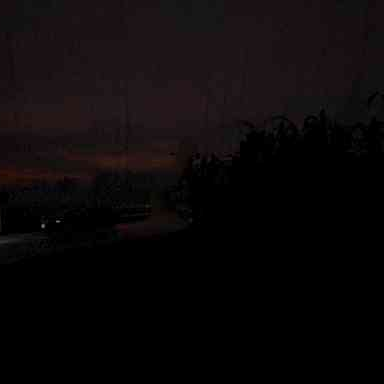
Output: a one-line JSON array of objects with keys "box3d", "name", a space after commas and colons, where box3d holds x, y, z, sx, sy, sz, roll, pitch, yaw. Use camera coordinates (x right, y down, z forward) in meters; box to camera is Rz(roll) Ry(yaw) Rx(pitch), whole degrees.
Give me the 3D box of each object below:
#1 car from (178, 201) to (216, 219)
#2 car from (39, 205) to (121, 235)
[{"box3d": [0.803, 1.522, 29.515, 1.882, 1.535, 5.008, 0, 0, 36], "name": "car"}, {"box3d": [-6.377, 1.519, 19.439, 2.128, 1.511, 4.902, 0, 0, 36], "name": "car"}]
